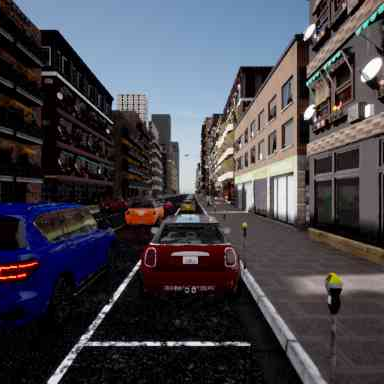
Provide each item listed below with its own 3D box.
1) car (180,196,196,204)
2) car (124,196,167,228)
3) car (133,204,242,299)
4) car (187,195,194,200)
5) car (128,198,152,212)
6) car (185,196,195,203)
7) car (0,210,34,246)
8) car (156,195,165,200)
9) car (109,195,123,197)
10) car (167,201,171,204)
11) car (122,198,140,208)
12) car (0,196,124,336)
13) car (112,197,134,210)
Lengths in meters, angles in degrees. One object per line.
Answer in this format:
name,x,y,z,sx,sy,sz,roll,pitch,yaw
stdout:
car,-0.454,1.525,37.323,1.752,1.417,4.829,0,0,0
car,-3.080,1.352,22.401,2.097,1.767,4.553,0,0,0
car,-0.032,1.353,8.619,2.097,1.767,4.553,0,0,0
car,-0.452,1.513,93.685,1.752,1.417,4.829,0,0,0
car,-6.215,1.491,40.259,2.128,1.511,4.902,0,0,0
car,-0.453,1.545,70.970,2.008,1.369,4.403,0,0,0
car,-8.835,1.583,14.612,1.802,1.307,4.206,0,0,0
car,-8.834,1.539,93.519,2.008,1.369,4.403,0,0,0
car,-8.833,1.314,37.157,2.192,1.841,5.009,0,0,0
car,-3.084,1.600,36.451,1.895,1.301,4.718,0,0,0
car,-8.834,1.543,48.430,1.887,1.381,4.507,0,0,0
car,-3.145,1.223,6.927,2.150,2.045,5.566,0,0,0
car,-8.834,1.439,42.793,1.967,1.590,4.097,0,0,0
